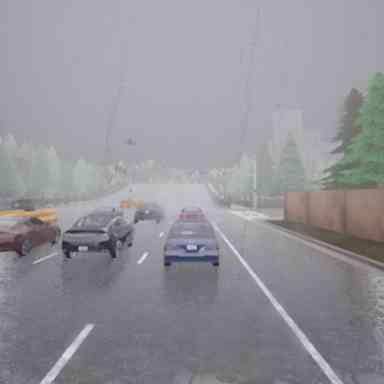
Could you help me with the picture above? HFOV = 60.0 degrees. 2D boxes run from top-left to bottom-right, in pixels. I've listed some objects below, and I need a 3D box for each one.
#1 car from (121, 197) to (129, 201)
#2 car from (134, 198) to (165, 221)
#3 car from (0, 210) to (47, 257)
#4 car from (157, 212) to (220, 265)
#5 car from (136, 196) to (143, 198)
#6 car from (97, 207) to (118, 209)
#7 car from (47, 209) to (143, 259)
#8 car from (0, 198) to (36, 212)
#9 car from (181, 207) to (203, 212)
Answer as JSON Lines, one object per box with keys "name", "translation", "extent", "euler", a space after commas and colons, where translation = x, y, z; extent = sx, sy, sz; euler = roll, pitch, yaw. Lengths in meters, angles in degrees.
{"name": "car", "translation": [-17.682, 2.115, 88.550], "extent": [2.128, 1.511, 4.902], "euler": [0, 2, 0]}
{"name": "car", "translation": [-3.506, 1.646, 28.070], "extent": [2.097, 1.767, 4.553], "euler": [0, -1, 0]}
{"name": "car", "translation": [-6.991, 1.668, 13.534], "extent": [1.812, 1.442, 4.674], "euler": [0, 0, 0]}
{"name": "car", "translation": [-0.001, 1.676, 12.159], "extent": [2.033, 1.411, 5.357], "euler": [0, -1, 0]}
{"name": "car", "translation": [-14.182, 1.945, 88.599], "extent": [2.097, 1.767, 4.553], "euler": [0, 2, 0]}
{"name": "car", "translation": [-7.008, 1.894, 27.889], "extent": [1.895, 1.301, 4.718], "euler": [0, -1, 0]}
{"name": "car", "translation": [-3.494, 1.632, 13.149], "extent": [2.128, 1.511, 4.902], "euler": [0, 0, 0]}
{"name": "car", "translation": [-14.034, 1.493, 25.374], "extent": [2.150, 2.045, 5.566], "euler": [0, -1, 0]}
{"name": "car", "translation": [-0.008, 1.894, 27.896], "extent": [1.895, 1.301, 4.718], "euler": [0, -1, 0]}
